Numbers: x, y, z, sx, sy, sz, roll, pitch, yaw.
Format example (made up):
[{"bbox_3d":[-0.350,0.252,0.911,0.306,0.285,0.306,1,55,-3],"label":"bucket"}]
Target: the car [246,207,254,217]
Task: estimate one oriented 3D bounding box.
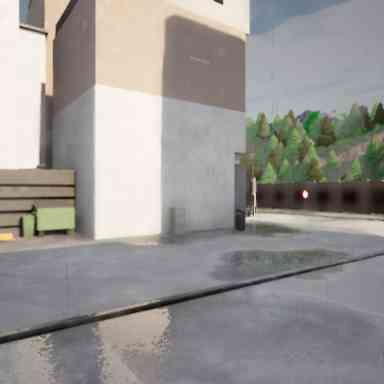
[{"bbox_3d":[3.558,1.525,30.127,1.837,1.490,4.892,0,2,-36],"label":"car"}]
